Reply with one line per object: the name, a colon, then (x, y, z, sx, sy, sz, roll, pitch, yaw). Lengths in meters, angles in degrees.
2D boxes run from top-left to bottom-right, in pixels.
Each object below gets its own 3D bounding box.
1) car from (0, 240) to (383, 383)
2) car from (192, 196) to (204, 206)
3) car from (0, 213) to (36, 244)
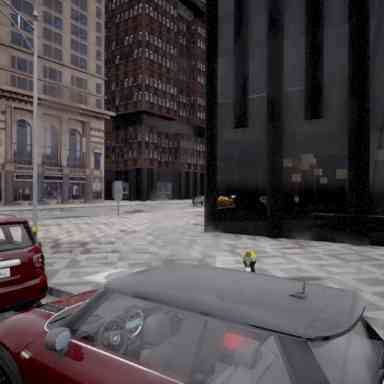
car: (-0.259, 1.440, 3.144, 4.097, 1.590, 1.967, 0, 0, 35)
car: (1.930, 1.374, 52.075, 2.128, 1.511, 4.902, 0, 0, 36)
car: (-4.821, 1.314, 6.396, 5.009, 1.841, 2.192, 0, 0, 35)
